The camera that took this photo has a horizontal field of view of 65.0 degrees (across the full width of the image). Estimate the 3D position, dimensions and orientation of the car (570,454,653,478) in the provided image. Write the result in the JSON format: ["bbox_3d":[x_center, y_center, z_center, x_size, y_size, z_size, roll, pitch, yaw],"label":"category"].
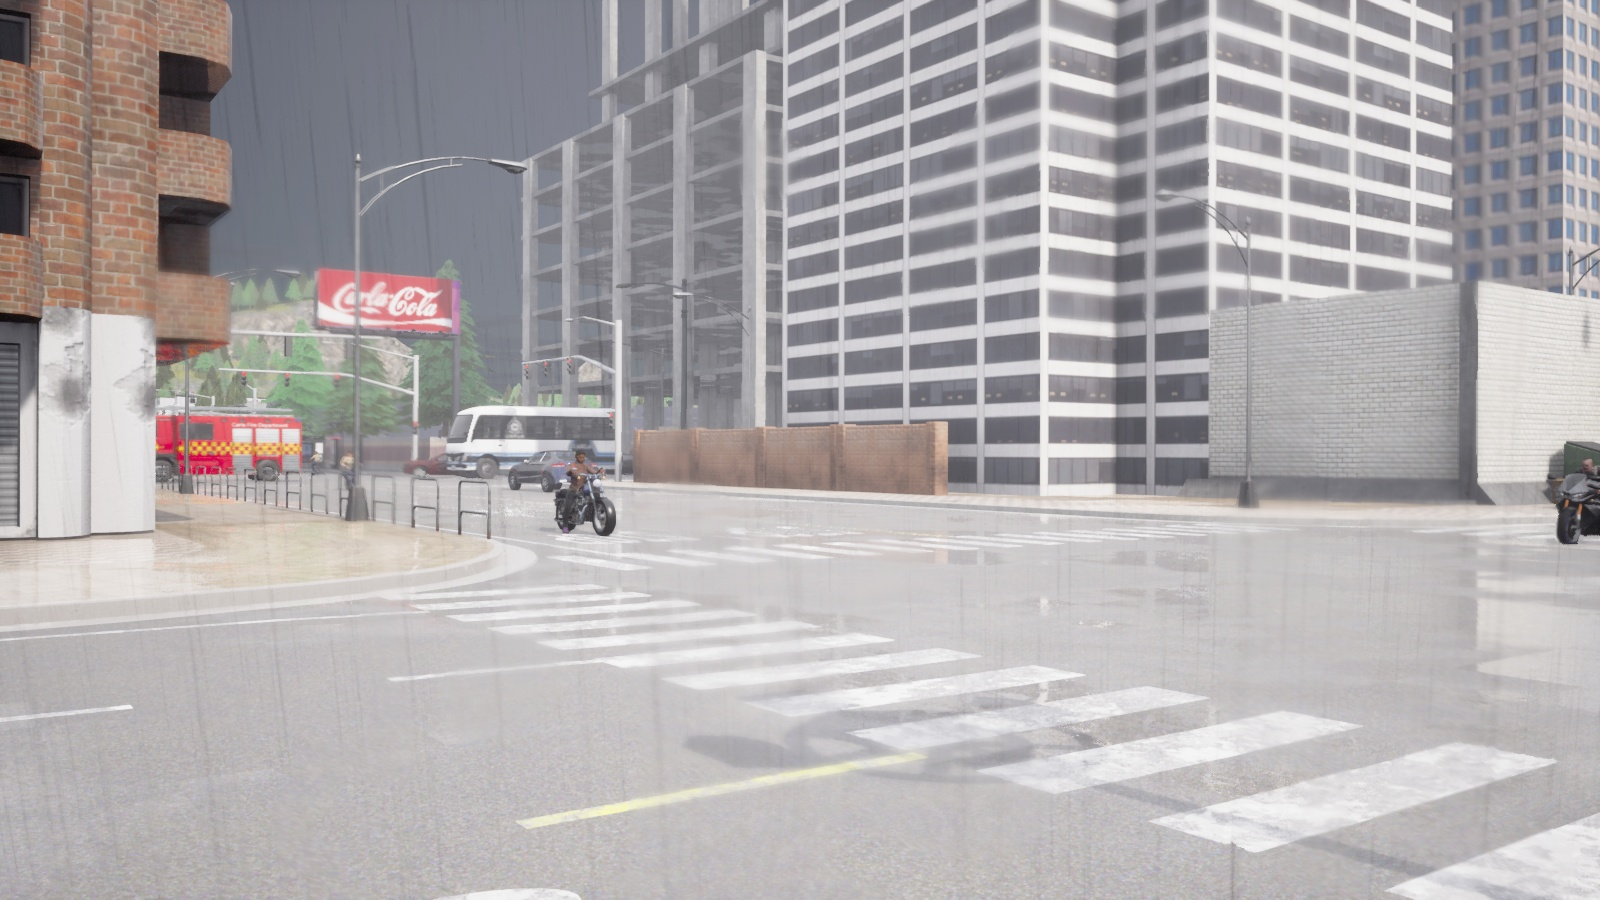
[{"bbox_3d":[-12.156,1.001,81.145,5.008,1.535,1.882,0,0,-35],"label":"car"}]

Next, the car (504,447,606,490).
[{"bbox_3d":[-9.902,0.723,50.491,2.152,1.651,5.027,0,0,-35],"label":"car"}]

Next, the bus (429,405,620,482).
[{"bbox_3d":[-16.166,-0.361,74.070,10.273,4.253,3.944,0,0,-35],"label":"bus"}]

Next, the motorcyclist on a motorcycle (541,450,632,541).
[{"bbox_3d":[-4.087,0.817,23.884,0.766,1.649,2.350,0,0,-35],"label":"motorcyclist on a motorcycle"}]

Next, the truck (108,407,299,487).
[{"bbox_3d":[-30.424,-0.143,64.245,8.468,3.827,2.891,0,0,-35],"label":"truck"}]

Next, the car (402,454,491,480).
[{"bbox_3d":[-21.316,1.008,75.745,5.008,1.535,1.882,0,0,-20],"label":"car"}]

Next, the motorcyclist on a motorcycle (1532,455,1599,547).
[{"bbox_3d":[13.749,0.857,21.890,2.191,1.530,0.866,0,0,-35],"label":"motorcyclist on a motorcycle"}]
